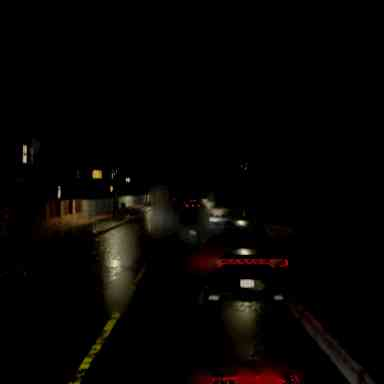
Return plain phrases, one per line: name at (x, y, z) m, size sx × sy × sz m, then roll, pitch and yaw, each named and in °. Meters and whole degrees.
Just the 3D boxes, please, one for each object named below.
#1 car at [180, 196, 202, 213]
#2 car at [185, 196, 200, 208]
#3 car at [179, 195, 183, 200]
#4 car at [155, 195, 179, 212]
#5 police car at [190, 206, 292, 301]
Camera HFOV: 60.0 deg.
car at (0.120, 1.396, 35.397) m, size 2.033 × 1.411 × 5.357 m, roll 0°, pitch 0°, yaw 0°
car at (0.090, 1.307, 45.743) m, size 1.837 × 1.490 × 4.892 m, roll 0°, pitch 0°, yaw 1°
car at (-2.647, 1.276, 73.526) m, size 1.895 × 1.301 × 4.718 m, roll 0°, pitch 0°, yaw 0°
car at (-2.800, 1.339, 35.708) m, size 2.128 × 1.511 × 4.902 m, roll 0°, pitch 0°, yaw 0°
police car at (0.972, 1.389, 8.419) m, size 1.930 × 1.638 × 5.238 m, roll 0°, pitch 0°, yaw 0°
